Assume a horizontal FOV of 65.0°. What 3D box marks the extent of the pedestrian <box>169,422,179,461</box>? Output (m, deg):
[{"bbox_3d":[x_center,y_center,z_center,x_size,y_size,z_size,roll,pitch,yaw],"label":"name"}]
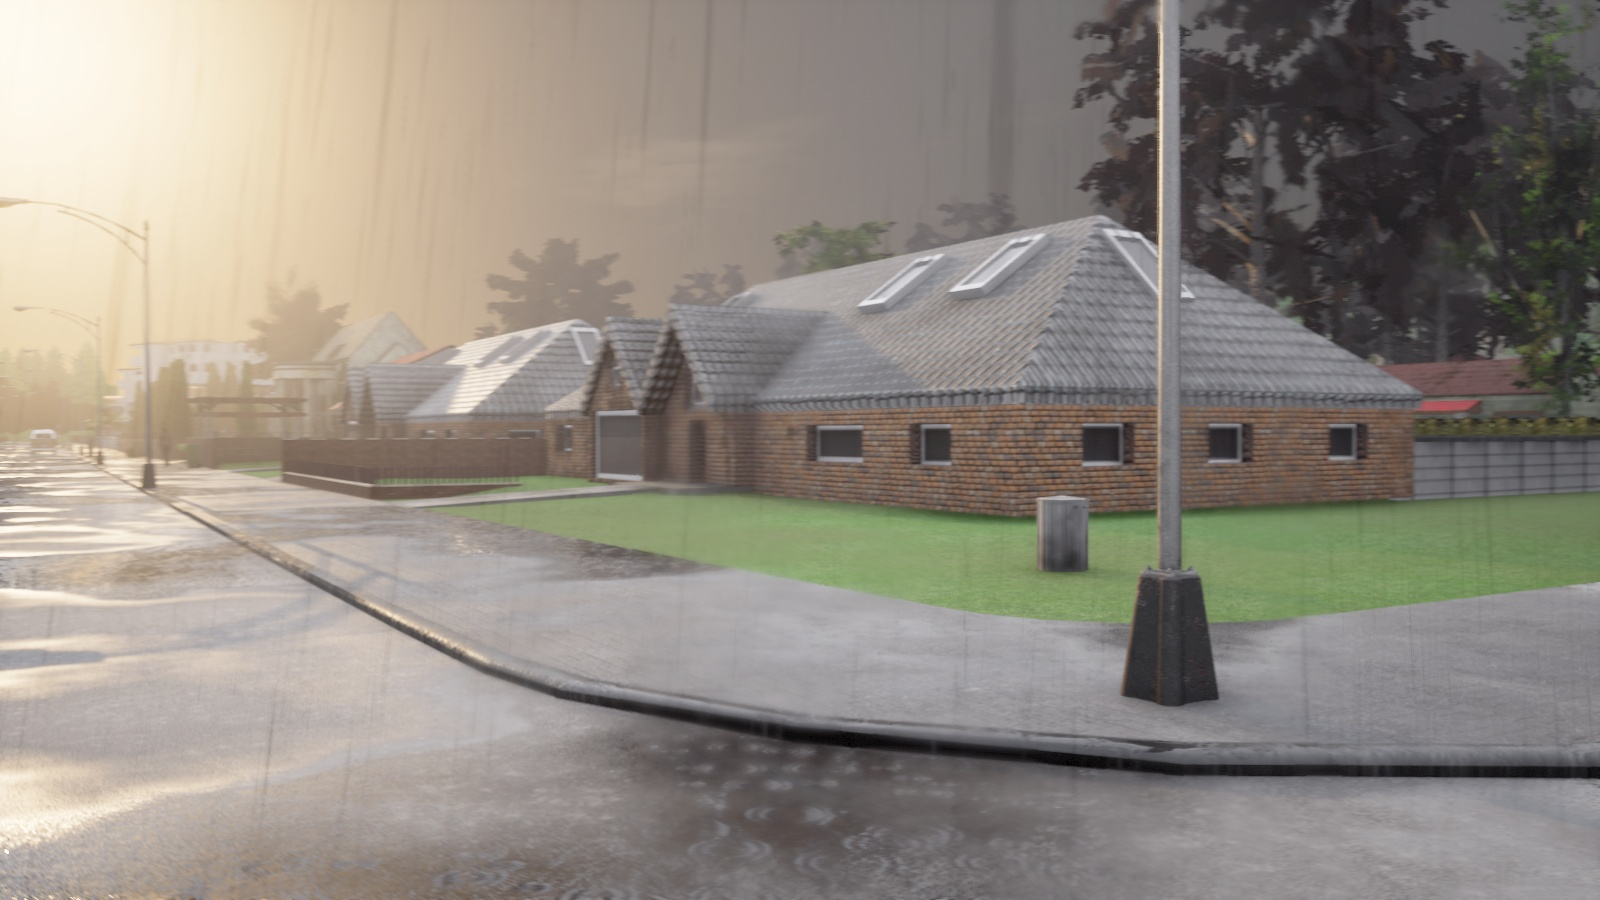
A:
[{"bbox_3d":[-29.380,-0.389,58.965,0.328,1.805,0.869,0,1,-33],"label":"pedestrian"}]
